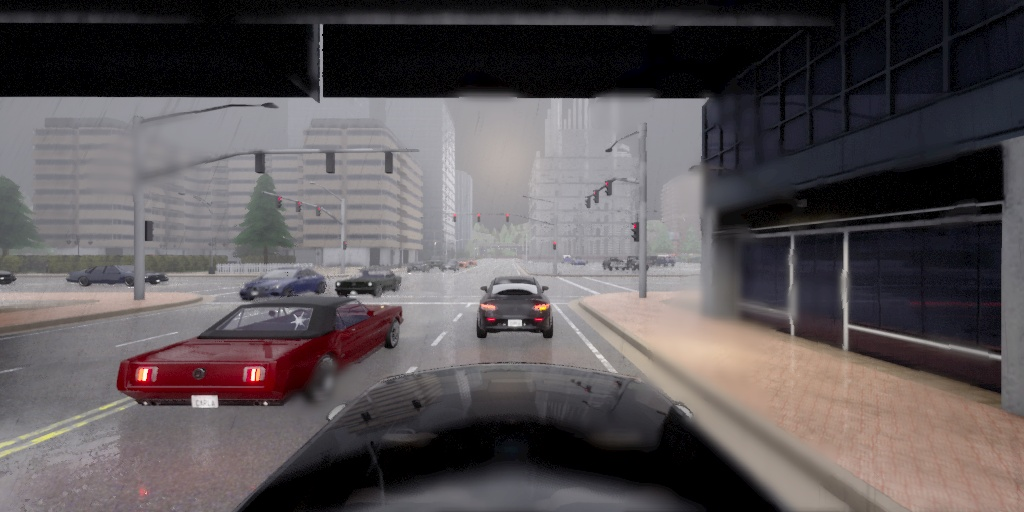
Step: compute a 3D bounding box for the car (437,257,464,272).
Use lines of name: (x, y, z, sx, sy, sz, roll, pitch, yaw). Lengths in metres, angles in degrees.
car: (-8.092, 1.252, 47.427, 2.128, 1.511, 4.902, 0, 0, 0)

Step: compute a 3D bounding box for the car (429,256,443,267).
car: (-11.647, 0.984, 54.798, 2.150, 2.045, 5.566, 0, 0, -1)

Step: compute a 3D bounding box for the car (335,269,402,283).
car: (-7.194, 1.355, 18.399, 1.895, 1.301, 4.718, 0, 0, -1)

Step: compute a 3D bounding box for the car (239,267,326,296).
car: (-10.691, 1.279, 17.179, 1.812, 1.442, 4.674, 0, 0, -1)

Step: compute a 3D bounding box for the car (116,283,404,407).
car: (-3.439, 1.352, 6.258, 1.895, 1.301, 4.718, 0, 0, 0)

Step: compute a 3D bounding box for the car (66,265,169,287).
car: (-26.672, 1.303, 24.312, 5.357, 1.411, 2.033, 0, 0, 0)

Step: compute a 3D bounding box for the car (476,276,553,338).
car: (0.074, 1.278, 10.023, 1.812, 1.442, 4.674, 0, 0, 0)

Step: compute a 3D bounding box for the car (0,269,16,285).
car: (-36.875, 1.260, 24.258, 4.892, 1.490, 1.837, 0, 0, 0)

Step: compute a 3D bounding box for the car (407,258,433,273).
car: (-11.568, 1.324, 44.633, 1.994, 1.385, 4.181, 0, 0, 0)

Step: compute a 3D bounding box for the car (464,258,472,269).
car: (-8.163, 1.115, 57.438, 2.097, 1.767, 4.553, 0, 0, 0)
